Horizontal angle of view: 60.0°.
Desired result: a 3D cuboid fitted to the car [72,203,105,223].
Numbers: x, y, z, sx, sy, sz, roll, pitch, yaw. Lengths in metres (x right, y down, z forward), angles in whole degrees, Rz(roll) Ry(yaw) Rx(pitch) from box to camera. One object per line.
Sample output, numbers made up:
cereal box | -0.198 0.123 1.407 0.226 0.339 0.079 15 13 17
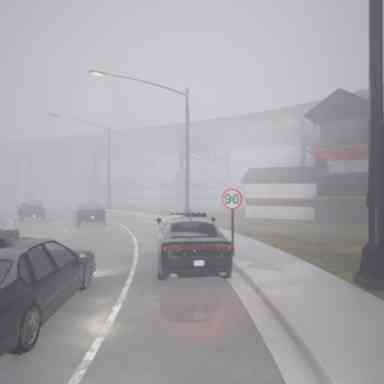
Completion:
car | -7.514 1.522 24.054 1.882 1.535 5.008 0 0 -24

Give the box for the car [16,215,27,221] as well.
car | -7.140 1.630 10.418 1.895 1.301 4.718 0 0 -7

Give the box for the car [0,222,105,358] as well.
car | -3.234 1.562 6.009 2.033 1.411 5.357 0 0 -3

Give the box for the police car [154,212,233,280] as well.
police car | -0.123 1.435 10.204 1.930 1.638 5.238 0 0 -6

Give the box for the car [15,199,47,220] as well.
car | -13.479 1.568 27.736 1.837 1.490 4.892 1 0 -32
